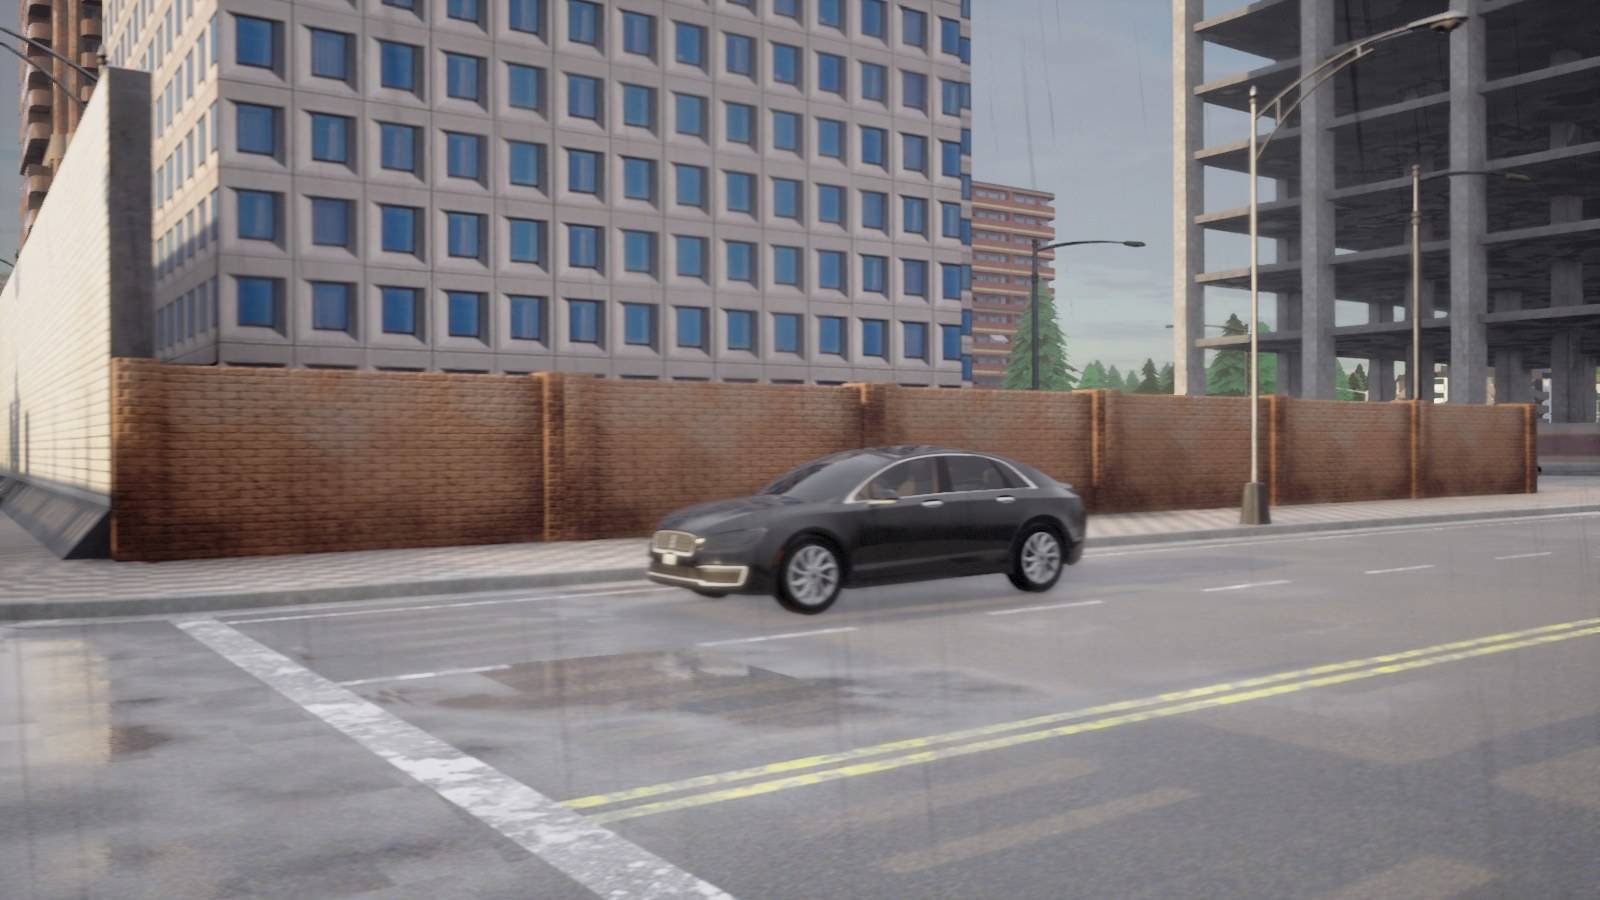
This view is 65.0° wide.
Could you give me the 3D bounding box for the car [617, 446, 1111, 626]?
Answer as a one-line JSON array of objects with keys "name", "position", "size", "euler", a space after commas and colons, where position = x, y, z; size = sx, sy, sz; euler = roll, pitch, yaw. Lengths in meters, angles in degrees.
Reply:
[{"name": "car", "position": [0.779, 0.724, 12.730], "size": [4.892, 1.490, 1.837], "euler": [-1, 0, -35]}]
